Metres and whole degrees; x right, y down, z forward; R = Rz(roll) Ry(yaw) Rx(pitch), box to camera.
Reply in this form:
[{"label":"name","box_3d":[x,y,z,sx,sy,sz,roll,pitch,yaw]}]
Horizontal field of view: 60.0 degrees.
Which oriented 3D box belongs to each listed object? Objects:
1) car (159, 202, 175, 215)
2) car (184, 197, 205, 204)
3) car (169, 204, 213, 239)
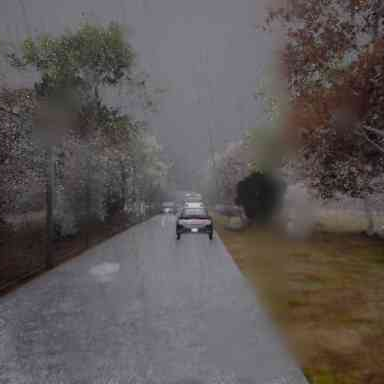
[{"label":"car","box_3d":[-2.712,1.916,38.963,2.128,1.511,4.902,0,-1,0]},{"label":"car","box_3d":[0.243,1.615,37.590,2.150,2.045,5.566,0,-1,0]},{"label":"car","box_3d":[0.133,1.594,18.062,2.128,1.511,4.902,0,-1,0]}]
